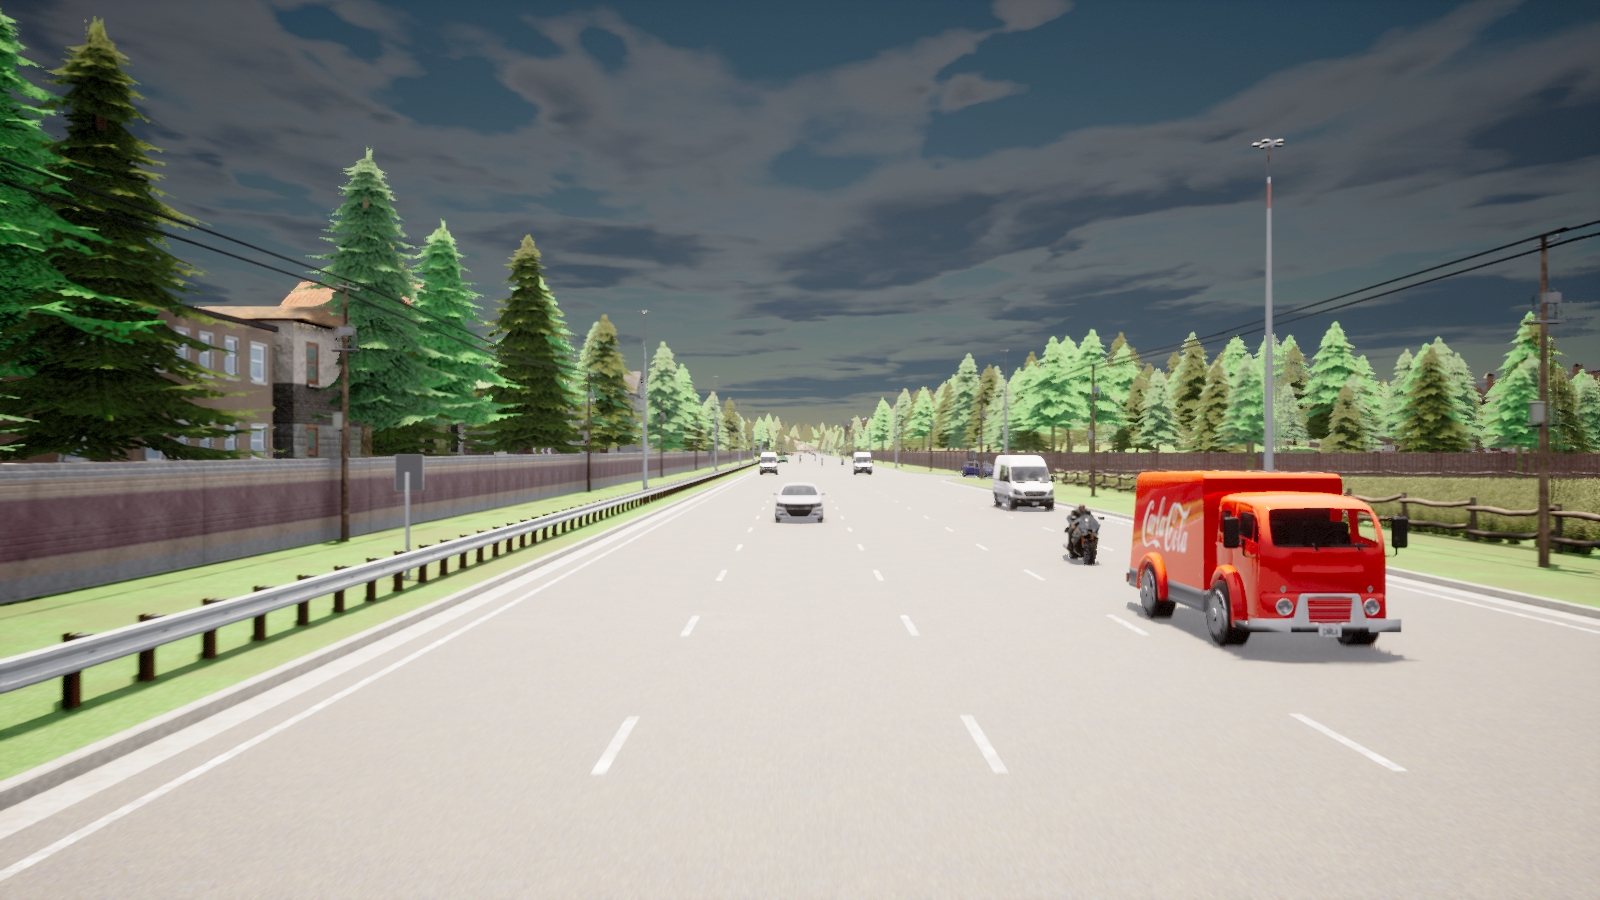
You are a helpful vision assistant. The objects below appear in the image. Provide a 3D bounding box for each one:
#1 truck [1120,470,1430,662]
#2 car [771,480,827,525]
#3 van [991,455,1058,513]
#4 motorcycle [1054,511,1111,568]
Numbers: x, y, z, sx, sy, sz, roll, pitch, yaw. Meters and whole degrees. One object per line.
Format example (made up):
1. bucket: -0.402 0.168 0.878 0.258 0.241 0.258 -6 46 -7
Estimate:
1. truck: 6.999 1.571 17.696 2.627 2.467 5.204 0 0 0
2. car: -0.026 2.034 45.353 2.097 1.535 5.006 0 0 0
3. van: 10.500 1.534 53.880 1.988 2.561 5.915 0 0 0
4. motorcycle: 7.002 2.205 28.415 0.867 1.251 2.209 0 0 0
